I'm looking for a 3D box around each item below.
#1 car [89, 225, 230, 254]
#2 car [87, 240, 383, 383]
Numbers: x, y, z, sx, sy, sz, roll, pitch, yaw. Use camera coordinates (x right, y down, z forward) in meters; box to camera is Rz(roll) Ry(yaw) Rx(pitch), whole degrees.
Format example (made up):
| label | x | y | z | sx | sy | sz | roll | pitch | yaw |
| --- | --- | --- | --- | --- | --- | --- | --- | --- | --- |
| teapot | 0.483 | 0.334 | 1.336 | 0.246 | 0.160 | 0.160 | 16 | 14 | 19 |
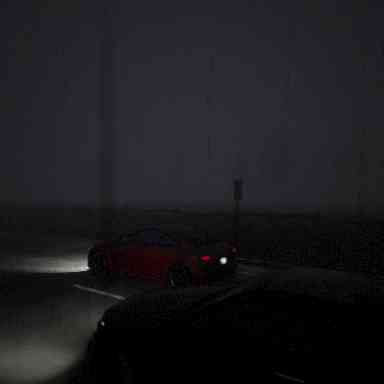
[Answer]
| label | x | y | z | sx | sy | sz | roll | pitch | yaw |
| --- | --- | --- | --- | --- | --- | --- | --- | --- | --- |
| car | -0.886 | 1.580 | 8.927 | 4.181 | 1.385 | 1.994 | 0 | 0 | 36 |
| car | 0.985 | 1.529 | 3.290 | 4.674 | 1.442 | 1.812 | 0 | 0 | 36 |
